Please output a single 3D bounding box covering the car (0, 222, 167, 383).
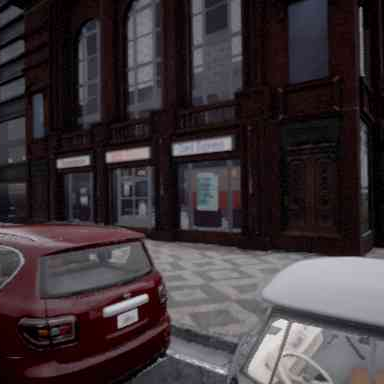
[{"bbox_3d":[-2.583,1.366,4.707,5.009,1.841,2.192,-1,-1,36],"label":"car"}]

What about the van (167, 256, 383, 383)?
[{"bbox_3d":[1.993,1.331,1.437,3.998,1.788,1.690,-1,-1,36],"label":"van"}]
